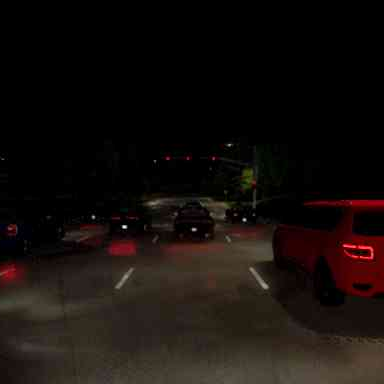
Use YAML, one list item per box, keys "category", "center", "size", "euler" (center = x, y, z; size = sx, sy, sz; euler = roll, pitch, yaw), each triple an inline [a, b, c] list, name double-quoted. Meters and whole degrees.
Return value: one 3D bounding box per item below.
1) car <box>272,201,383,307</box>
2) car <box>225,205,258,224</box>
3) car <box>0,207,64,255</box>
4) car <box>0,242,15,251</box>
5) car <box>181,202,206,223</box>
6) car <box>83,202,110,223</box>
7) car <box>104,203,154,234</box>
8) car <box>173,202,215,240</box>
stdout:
- category: "car"
  center: [3.600, 1.219, 8.112]
  size: [2.150, 2.045, 5.566]
  euler: [0, -1, -1]
- category: "car"
  center: [3.588, 1.614, 24.927]
  size: [1.895, 1.301, 4.718]
  euler: [0, 0, 0]
- category: "car"
  center: [-6.909, 1.361, 13.406]
  size: [2.097, 1.767, 4.553]
  euler: [0, 0, 0]
- category: "car"
  center: [-3.401, 1.479, 2.044]
  size: [1.882, 1.535, 5.008]
  euler: [0, 0, 0]
- category: "car"
  center: [0.091, 1.540, 26.349]
  size: [1.812, 1.442, 4.674]
  euler: [0, 0, 0]
- category: "car"
  center: [-6.916, 1.518, 25.777]
  size: [1.837, 1.490, 4.892]
  euler: [0, 0, 0]
- category: "car"
  center: [-3.410, 1.515, 19.202]
  size: [1.837, 1.490, 4.892]
  euler: [0, 0, 0]
- category: "car"
  center: [0.091, 1.487, 17.018]
  size: [1.882, 1.535, 5.008]
  euler: [0, 0, 0]
